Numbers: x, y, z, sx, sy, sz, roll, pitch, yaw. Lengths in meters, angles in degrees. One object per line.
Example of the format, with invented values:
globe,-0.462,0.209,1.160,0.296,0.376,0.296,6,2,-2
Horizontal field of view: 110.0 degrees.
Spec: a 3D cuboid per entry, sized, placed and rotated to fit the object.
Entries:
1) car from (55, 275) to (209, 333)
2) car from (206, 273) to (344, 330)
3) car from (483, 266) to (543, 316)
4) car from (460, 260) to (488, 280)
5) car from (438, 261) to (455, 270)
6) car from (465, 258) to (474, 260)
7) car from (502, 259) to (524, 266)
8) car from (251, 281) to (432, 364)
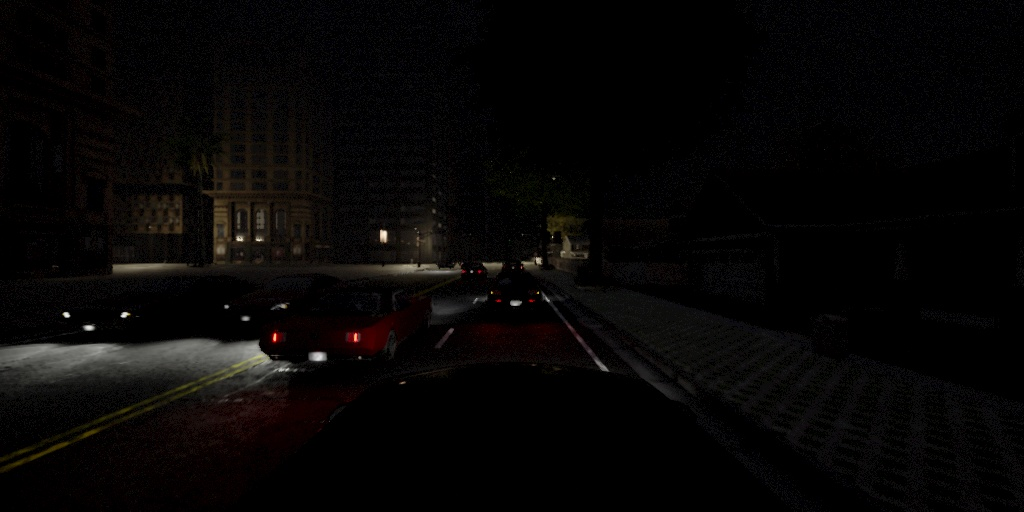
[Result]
car,-9.853,1.290,11.008,2.033,1.411,5.357,0,0,0
car,-6.602,1.268,11.208,1.812,1.442,4.674,0,0,0
car,0.089,1.268,13.227,1.812,1.442,4.674,0,0,0
car,-3.152,1.287,30.621,2.033,1.411,5.357,0,0,0
car,-9.755,1.348,53.633,1.895,1.301,4.718,0,0,0
car,-6.505,1.103,53.693,2.097,1.767,4.553,0,0,0
car,0.098,1.092,34.501,2.097,1.767,4.553,0,0,0
car,-3.154,1.345,8.053,1.895,1.301,4.718,0,0,0
